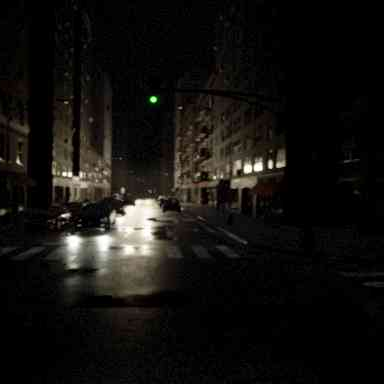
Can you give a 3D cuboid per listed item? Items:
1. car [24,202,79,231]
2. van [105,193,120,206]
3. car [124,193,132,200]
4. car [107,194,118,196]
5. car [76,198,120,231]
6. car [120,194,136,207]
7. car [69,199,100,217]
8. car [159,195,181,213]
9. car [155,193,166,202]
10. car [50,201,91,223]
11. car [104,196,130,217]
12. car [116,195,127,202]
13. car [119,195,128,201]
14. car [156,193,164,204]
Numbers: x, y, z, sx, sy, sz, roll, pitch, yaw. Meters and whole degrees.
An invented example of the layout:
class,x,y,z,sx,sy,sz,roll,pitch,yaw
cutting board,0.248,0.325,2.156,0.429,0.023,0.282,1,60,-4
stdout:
class,x,y,z,sx,sy,sz,roll,pitch,yaw
car,-8.164,1.433,19.183,2.008,1.369,4.403,1,0,-7
van,-12.300,1.152,51.644,1.690,1.788,3.998,1,0,-7
car,-17.131,1.184,89.512,1.967,1.590,4.097,1,0,-7
car,-11.613,1.389,46.234,1.947,1.339,4.313,1,0,-7
car,-5.732,1.394,20.180,1.882,1.535,5.008,1,0,-7
car,-9.360,1.205,49.060,2.097,1.767,4.553,1,0,-7
car,-9.522,1.386,29.835,1.752,1.417,4.829,1,0,-7
car,-2.271,1.400,36.422,1.967,1.590,4.097,1,0,-7
car,-7.100,1.192,74.295,2.192,1.841,5.009,1,0,-7
car,-8.854,1.416,24.594,1.887,1.381,4.507,1,0,-7
car,-7.044,1.421,30.483,1.812,1.442,4.674,1,0,-7
car,-14.350,1.300,67.705,1.752,1.417,4.829,1,0,-7
car,-15.063,1.347,73.283,1.802,1.307,4.206,1,0,-7
car,-3.651,1.375,47.243,1.967,1.590,4.097,1,0,-7
